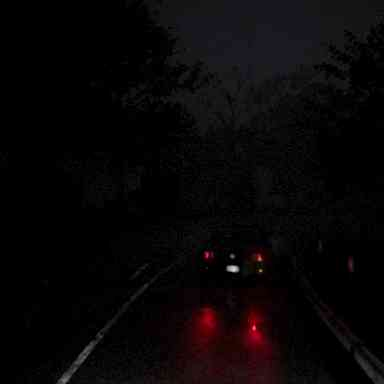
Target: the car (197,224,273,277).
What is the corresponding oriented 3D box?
[{"bbox_3d":[1.564,1.647,10.493,1.895,1.301,4.718,0,0,14],"label":"car"}]
